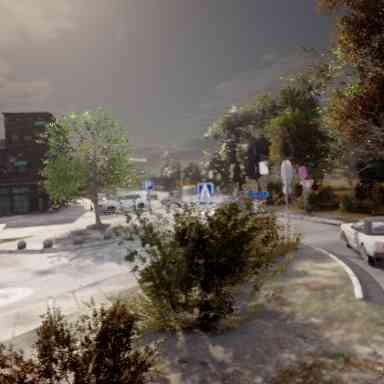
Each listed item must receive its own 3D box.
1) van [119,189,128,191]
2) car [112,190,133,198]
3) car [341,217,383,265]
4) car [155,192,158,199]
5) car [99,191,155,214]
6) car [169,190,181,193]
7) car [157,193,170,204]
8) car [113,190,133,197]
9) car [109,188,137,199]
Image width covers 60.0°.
[{"bbox_3d":[-10.031,1.035,48.177,4.442,1.987,1.878,-6,3,-32],"label":"van"},{"bbox_3d":[-17.360,0.461,83.492,4.553,1.767,2.185,-6,2,-32],"label":"car"},{"bbox_3d":[6.428,1.477,11.231,1.895,1.301,4.718,-3,0,13],"label":"car"},{"bbox_3d":[-7.487,0.664,62.573,1.812,1.442,4.674,-4,2,-11],"label":"car"},{"bbox_3d":[-7.444,1.235,36.468,5.566,2.045,2.435,-6,3,-32],"label":"car"},{"bbox_3d":[-3.100,0.389,61.524,2.128,1.511,4.902,-4,2,-12],"label":"car"},{"bbox_3d":[-2.473,1.180,38.638,1.994,1.385,4.181,-4,2,-12],"label":"car"},{"bbox_3d":[-18.530,0.510,89.401,4.792,1.488,2.163,-6,2,-32],"label":"car"},{"bbox_3d":[-16.100,0.434,77.651,5.566,2.045,2.435,-6,2,-32],"label":"car"}]
